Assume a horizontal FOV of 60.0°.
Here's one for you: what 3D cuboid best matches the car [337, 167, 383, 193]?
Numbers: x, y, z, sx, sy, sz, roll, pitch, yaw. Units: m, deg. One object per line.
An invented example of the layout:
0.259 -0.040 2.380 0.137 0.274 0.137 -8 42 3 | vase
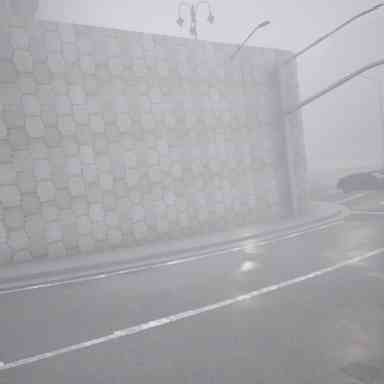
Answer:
12.514 -0.752 23.244 1.812 1.442 4.674 -11 6 -35 | car
